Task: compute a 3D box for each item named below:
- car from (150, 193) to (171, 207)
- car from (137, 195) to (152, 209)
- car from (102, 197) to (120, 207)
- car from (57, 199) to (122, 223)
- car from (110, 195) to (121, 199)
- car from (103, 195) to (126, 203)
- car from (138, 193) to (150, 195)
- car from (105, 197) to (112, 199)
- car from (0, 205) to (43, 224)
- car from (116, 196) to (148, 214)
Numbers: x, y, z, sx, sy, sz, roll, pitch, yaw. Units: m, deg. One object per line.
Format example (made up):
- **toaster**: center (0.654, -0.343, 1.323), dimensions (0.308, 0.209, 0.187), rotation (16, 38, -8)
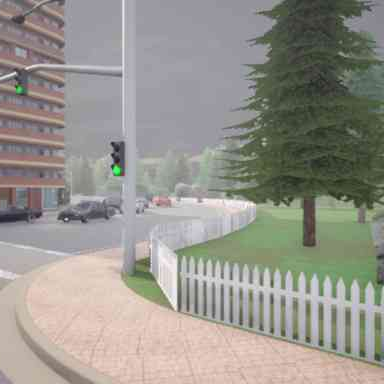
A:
- **car**: center (-4.666, 1.293, 50.531), dimensions (2.097, 1.767, 4.553), rotation (0, 0, -17)
- **car**: center (-6.925, 1.467, 44.918), dimensions (1.812, 1.442, 4.674), rotation (0, 0, -13)
- **car**: center (-12.649, 1.505, 51.565), dimensions (1.994, 1.385, 4.181), rotation (0, 0, -24)
- **car**: center (-7.798, 1.490, 25.283), dimensions (2.033, 1.411, 5.357), rotation (0, 0, 17)
- **car**: center (-9.795, 1.489, 41.909), dimensions (2.033, 1.411, 5.357), rotation (0, 0, -7)
- **car**: center (-15.863, 1.430, 67.873), dimensions (4.902, 1.511, 2.128), rotation (0, 0, 41)
- **car**: center (-9.583, 1.162, 66.430), dimensions (2.150, 2.045, 5.566), rotation (0, 0, -40)
- **car**: center (-9.882, 1.490, 31.835), dimensions (2.033, 1.411, 5.357), rotation (0, 0, 8)
- **car**: center (-12.683, 1.543, 22.602), dimensions (1.895, 1.301, 4.718), rotation (0, 0, 23)
- **car**: center (-6.169, 1.468, 34.727), dimensions (1.812, 1.442, 4.674), rotation (0, 0, 3)
